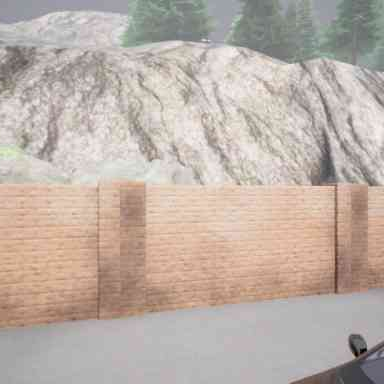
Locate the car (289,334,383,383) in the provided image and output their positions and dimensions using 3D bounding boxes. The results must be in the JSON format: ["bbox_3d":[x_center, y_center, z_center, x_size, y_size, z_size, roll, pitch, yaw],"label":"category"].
[{"bbox_3d":[2.235,1.492,1.870,4.902,1.511,2.128,0,0,-18],"label":"car"}]
